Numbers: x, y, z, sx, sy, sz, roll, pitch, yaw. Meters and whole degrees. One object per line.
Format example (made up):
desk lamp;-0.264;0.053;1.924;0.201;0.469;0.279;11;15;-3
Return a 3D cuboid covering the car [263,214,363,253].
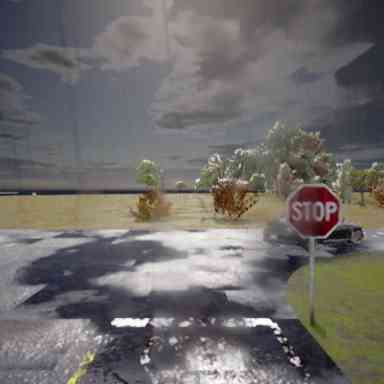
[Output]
car;4.881;1.455;13.324;4.674;1.442;1.812;0;-1;-34
